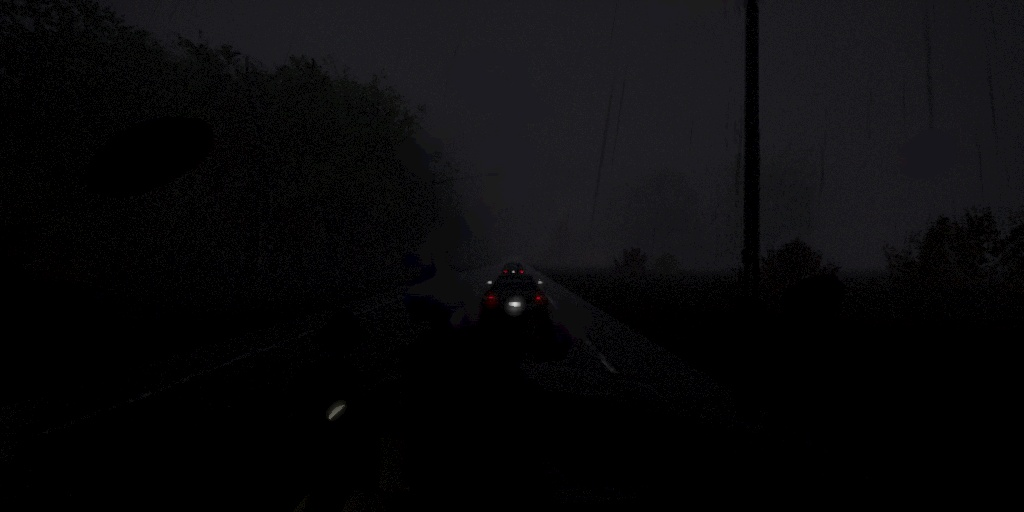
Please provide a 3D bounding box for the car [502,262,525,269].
[{"bbox_3d":[0.109,1.236,29.650,2.033,1.411,5.357,0,0,0],"label":"car"}]

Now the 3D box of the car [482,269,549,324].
[{"bbox_3d":[0.103,1.291,11.821,1.994,1.385,4.181,0,0,0],"label":"car"}]
